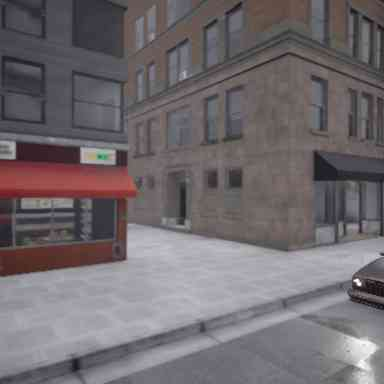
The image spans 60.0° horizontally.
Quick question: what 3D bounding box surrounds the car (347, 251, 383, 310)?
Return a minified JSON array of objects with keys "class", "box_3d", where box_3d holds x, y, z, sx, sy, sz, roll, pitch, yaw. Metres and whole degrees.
[{"class":"car","box_3d":[5.496,1.551,6.976,5.357,1.411,2.033,0,0,-35]}]
